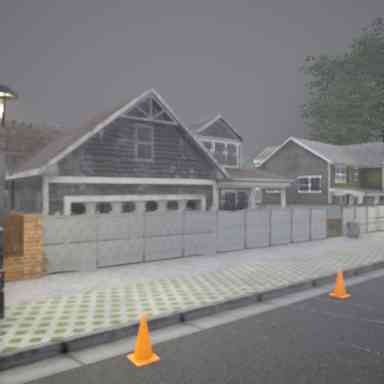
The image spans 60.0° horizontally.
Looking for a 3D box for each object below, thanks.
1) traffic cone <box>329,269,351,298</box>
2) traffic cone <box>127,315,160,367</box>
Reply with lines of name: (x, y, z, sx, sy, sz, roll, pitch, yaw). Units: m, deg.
traffic cone: (3.334, 2.030, 7.492, 0.340, 0.580, 0.340, 1, 0, -37)
traffic cone: (-0.656, 1.976, 4.543, 0.340, 0.580, 0.340, 1, 0, -36)
